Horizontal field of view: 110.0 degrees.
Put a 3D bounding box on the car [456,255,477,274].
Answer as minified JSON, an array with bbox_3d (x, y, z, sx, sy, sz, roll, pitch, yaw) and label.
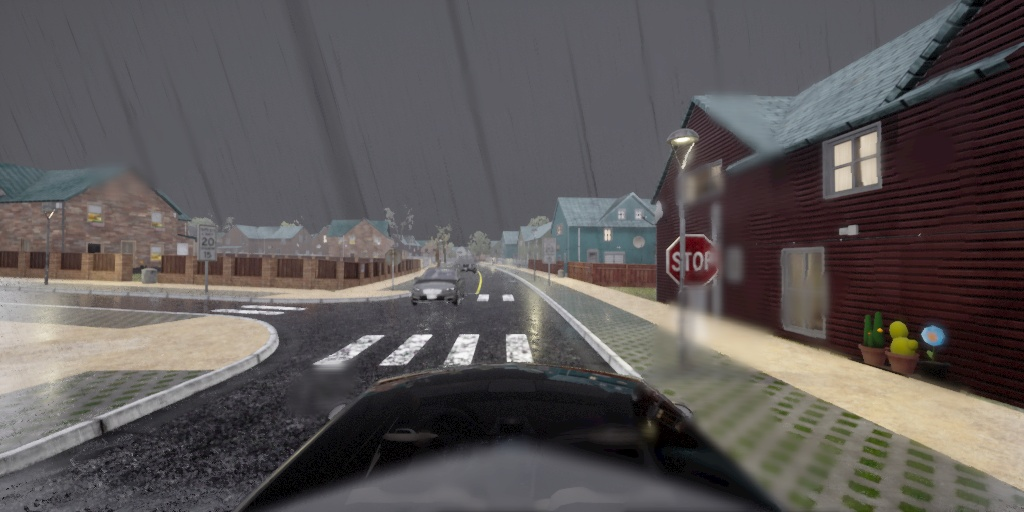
[{"bbox_3d":[-5.165,0.973,41.111,2.150,2.045,5.566,0,1,-5],"label":"car"}]

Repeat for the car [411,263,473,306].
[{"bbox_3d":[-3.085,1.247,15.766,2.128,1.511,4.902,0,0,-2],"label":"car"}]
